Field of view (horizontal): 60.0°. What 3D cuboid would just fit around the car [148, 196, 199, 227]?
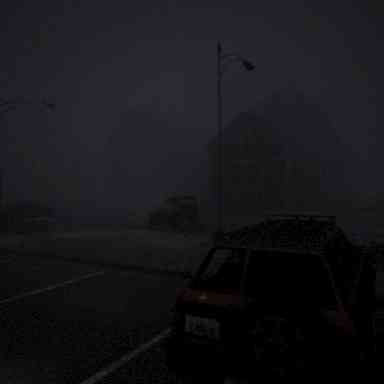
[{"bbox_3d":[-1.048,1.234,21.300,1.905,1.878,3.866,0,0,29],"label":"car"}]

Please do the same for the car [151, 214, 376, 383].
[{"bbox_3d":[1.536,1.282,4.782,1.932,1.855,4.605,0,0,29],"label":"car"}]

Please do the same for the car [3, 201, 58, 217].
[{"bbox_3d":[-13.149,1.464,27.269,1.816,1.474,4.193,0,0,29],"label":"car"}]

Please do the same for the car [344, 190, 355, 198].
[{"bbox_3d":[34.284,0.662,73.622,3.866,1.878,1.905,2,-6,-14],"label":"car"}]
